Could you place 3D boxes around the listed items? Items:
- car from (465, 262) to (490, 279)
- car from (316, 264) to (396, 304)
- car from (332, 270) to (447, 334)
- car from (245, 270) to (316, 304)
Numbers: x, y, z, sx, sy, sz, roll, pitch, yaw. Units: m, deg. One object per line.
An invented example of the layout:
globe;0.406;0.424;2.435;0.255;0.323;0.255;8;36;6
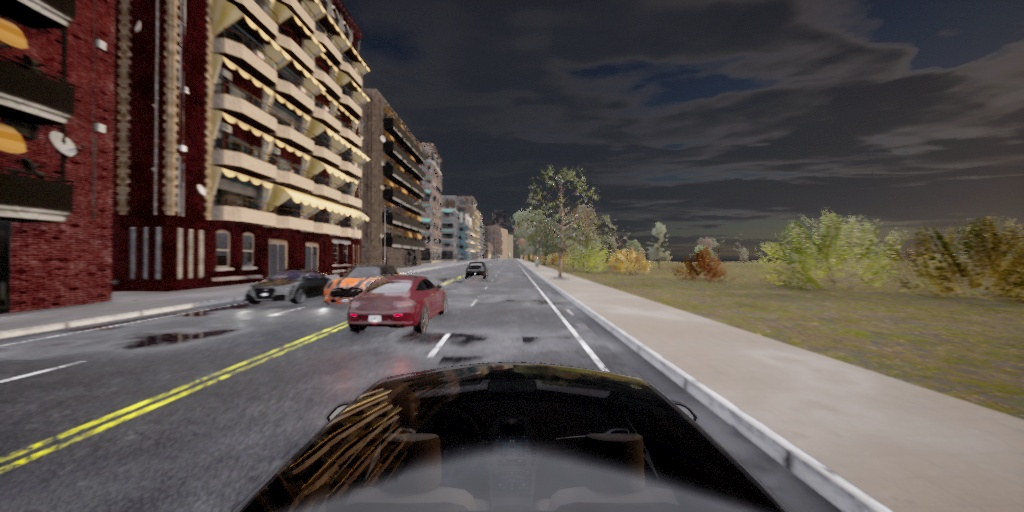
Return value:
car;-3.148;1.263;33.053;1.837;1.490;4.892;0;0;0
car;-6.499;1.169;16.243;2.097;1.767;4.553;0;0;0
car;-3.150;1.278;10.545;1.812;1.442;4.674;0;0;0
car;-9.750;1.326;16.123;1.994;1.385;4.181;0;0;0
